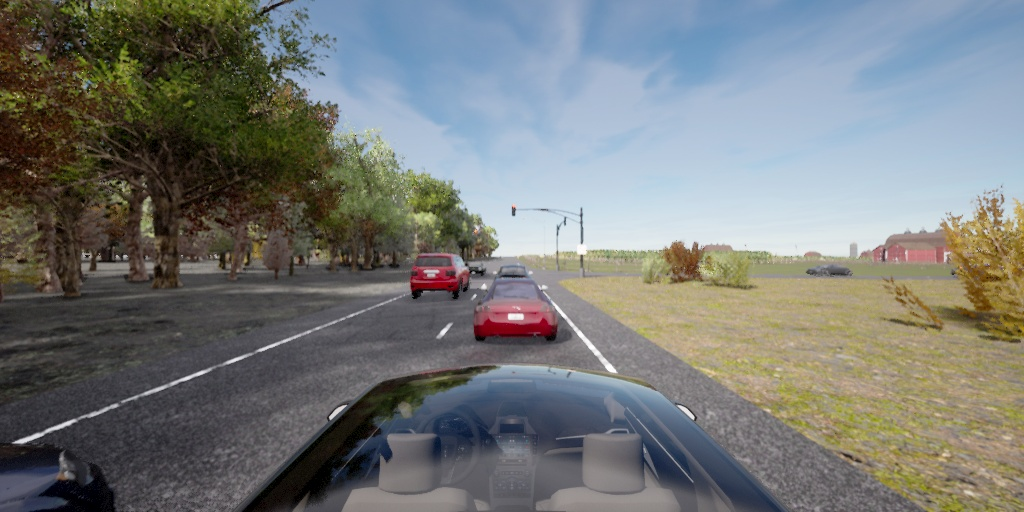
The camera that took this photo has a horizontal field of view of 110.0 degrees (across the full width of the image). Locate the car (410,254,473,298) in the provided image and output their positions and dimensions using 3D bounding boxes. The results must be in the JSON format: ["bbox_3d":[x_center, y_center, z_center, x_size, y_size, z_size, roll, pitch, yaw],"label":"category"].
[{"bbox_3d":[-3.461,0.915,18.041,2.150,2.045,5.566,0,0,0],"label":"car"}]

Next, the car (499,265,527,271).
[{"bbox_3d":[0.042,1.197,18.721,1.837,1.490,4.892,0,0,0],"label":"car"}]

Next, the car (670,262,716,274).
[{"bbox_3d":[20.756,1.385,41.190,4.902,1.511,2.128,1,-1,0],"label":"car"}]

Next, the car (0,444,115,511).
[{"bbox_3d":[-3.394,1.317,0.386,1.994,1.385,4.181,0,0,0],"label":"car"}]

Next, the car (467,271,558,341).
[{"bbox_3d":[0.070,1.287,9.810,1.994,1.385,4.181,0,0,0],"label":"car"}]

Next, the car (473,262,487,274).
[{"bbox_3d":[-3.518,1.237,35.034,1.895,1.301,4.718,0,0,0],"label":"car"}]

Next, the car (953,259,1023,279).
[{"bbox_3d":[50.576,1.395,37.555,5.566,2.045,2.150,1,-1,1],"label":"car"}]

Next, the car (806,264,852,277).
[{"bbox_3d":[36.347,1.628,41.168,4.181,1.385,1.994,1,-1,0],"label":"car"}]
